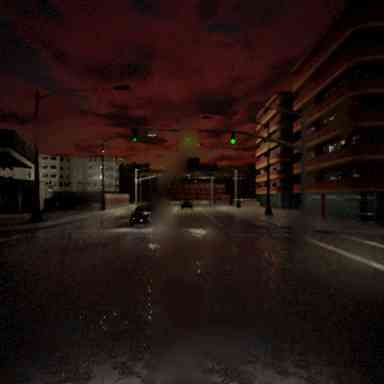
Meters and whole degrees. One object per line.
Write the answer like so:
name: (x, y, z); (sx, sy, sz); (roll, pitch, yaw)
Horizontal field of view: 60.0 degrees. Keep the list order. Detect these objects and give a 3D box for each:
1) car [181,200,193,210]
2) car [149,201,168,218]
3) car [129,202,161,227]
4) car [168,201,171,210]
car: (-0.863, 2.120, 54.455); (1.837, 1.490, 4.892); (0, -1, -2)
car: (-3.924, 1.743, 34.932); (2.097, 1.767, 4.553); (0, -1, -1)
car: (-3.641, 1.792, 25.730); (1.837, 1.490, 4.892); (0, -1, -2)
car: (-4.148, 1.971, 44.110); (1.882, 1.535, 5.008); (0, -1, -1)
